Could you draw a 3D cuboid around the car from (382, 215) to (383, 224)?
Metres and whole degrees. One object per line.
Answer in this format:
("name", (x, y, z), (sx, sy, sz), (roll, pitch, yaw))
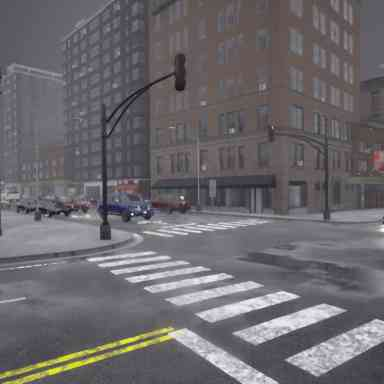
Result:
("car", (14.326, 1.545, 21.866), (4.181, 1.385, 1.994), (1, 0, -36))

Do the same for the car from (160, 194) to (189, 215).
("car", (-2.391, 1.087, 31.180), (2.192, 1.841, 5.009), (0, 1, -44))

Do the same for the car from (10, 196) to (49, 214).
("car", (-16.172, 1.374, 33.170), (1.947, 1.339, 4.313), (0, 1, -44))

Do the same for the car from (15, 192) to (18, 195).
("car", (-29.191, 1.043, 58.898), (1.802, 1.307, 4.206), (0, 1, -44))

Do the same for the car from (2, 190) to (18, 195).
("car", (-31.865, 0.710, 57.953), (2.150, 2.045, 5.566), (-1, 1, -44))

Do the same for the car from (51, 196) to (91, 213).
("car", (-12.060, 1.394, 32.872), (1.895, 1.301, 4.718), (-1, 1, -44))

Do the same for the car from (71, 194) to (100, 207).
("car", (-13.877, 1.083, 43.059), (1.967, 1.590, 4.097), (0, 1, -44))

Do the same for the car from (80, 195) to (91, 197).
("car", (-14.035, 1.300, 39.523), (1.895, 1.301, 4.718), (-1, 1, -44))

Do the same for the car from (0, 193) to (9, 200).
("car", (-40.676, 0.884, 70.775), (1.947, 1.339, 4.313), (0, 1, -44))

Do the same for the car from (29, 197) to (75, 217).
("car", (-12.344, 1.417, 29.211), (1.947, 1.339, 4.313), (0, 1, -44))

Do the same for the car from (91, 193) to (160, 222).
("car", (-5.297, 1.089, 25.873), (2.150, 2.045, 5.566), (-1, 1, -44))

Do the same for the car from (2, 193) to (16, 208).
("car", (-23.708, 1.247, 40.964), (1.752, 1.417, 4.829), (0, 1, -44))

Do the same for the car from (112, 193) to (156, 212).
("car", (-6.219, 1.044, 35.139), (2.192, 1.841, 5.009), (0, 1, -44))

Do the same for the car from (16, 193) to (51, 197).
("car", (-19.329, 1.215, 40.410), (1.837, 1.490, 4.892), (-1, 1, -44))
